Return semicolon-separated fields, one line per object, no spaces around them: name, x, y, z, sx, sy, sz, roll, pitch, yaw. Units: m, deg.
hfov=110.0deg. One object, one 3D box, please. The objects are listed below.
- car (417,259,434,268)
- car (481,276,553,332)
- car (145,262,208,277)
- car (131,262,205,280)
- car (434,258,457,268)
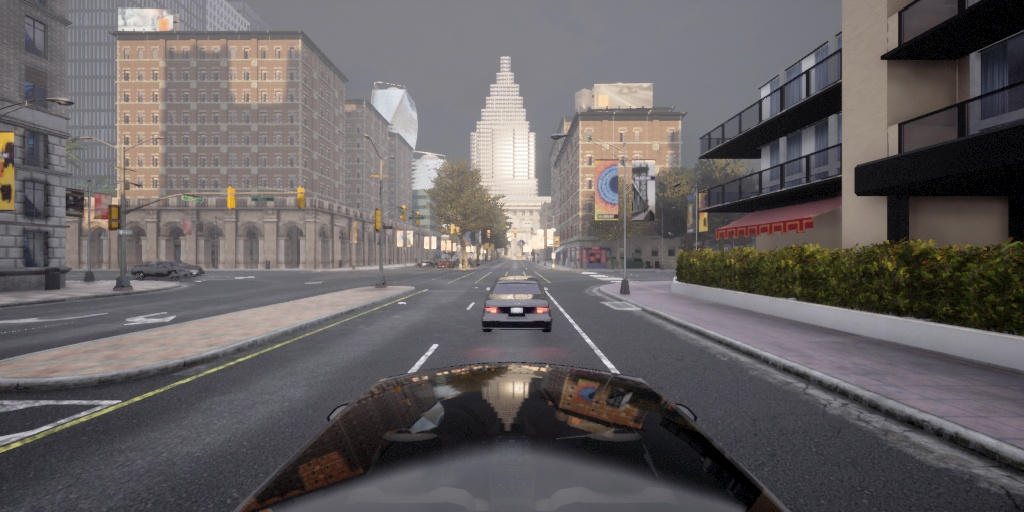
car;-14.506;1.241;61.595;2.128;1.511;4.902;0;0;1
car;0.148;1.297;10.776;2.033;1.411;5.357;0;0;1
car;-32.322;1.314;34.599;4.181;1.385;1.994;0;0;0
car;-29.945;1.241;31.083;4.902;1.511;2.128;0;0;0
car;-11.037;1.102;59.708;2.097;1.767;4.553;0;0;1
